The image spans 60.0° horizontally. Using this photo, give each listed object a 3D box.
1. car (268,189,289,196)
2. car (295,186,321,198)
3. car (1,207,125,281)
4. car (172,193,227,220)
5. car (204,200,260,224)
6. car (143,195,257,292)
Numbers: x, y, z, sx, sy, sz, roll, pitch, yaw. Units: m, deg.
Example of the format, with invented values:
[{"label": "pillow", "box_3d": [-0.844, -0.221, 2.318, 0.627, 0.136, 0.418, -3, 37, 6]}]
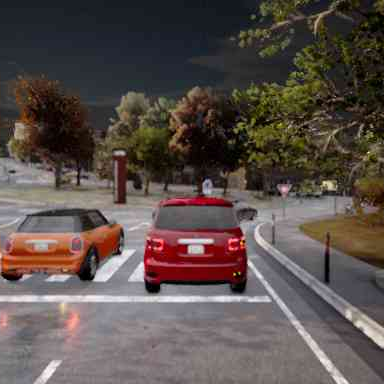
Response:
[{"label": "car", "box_3d": [15.850, 0.062, 62.442, 2.033, 1.411, 5.357, -1, 2, -24]}, {"label": "car", "box_3d": [20.451, -0.117, 58.785, 2.150, 2.045, 5.566, 0, 2, -15]}, {"label": "car", "box_3d": [-3.391, 1.236, 9.682, 2.097, 1.767, 4.553, 0, 1, 1]}, {"label": "car", "box_3d": [0.713, 1.024, 25.522, 2.097, 1.767, 4.553, 3, 2, 33]}, {"label": "car", "box_3d": [2.904, 1.290, 22.910, 2.033, 1.411, 5.357, 2, -1, 28]}, {"label": "car", "box_3d": [0.074, 1.117, 8.820, 2.150, 2.045, 5.566, 0, 1, 0]}]
